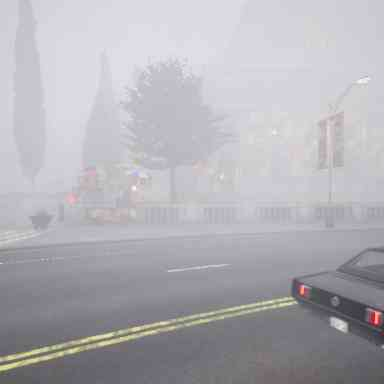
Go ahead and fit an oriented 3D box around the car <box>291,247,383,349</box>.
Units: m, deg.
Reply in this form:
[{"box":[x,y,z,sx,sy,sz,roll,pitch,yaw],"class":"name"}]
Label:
[{"box":[4.128,1.609,5.635,4.718,1.301,1.895,0,0,-24],"class":"car"}]
